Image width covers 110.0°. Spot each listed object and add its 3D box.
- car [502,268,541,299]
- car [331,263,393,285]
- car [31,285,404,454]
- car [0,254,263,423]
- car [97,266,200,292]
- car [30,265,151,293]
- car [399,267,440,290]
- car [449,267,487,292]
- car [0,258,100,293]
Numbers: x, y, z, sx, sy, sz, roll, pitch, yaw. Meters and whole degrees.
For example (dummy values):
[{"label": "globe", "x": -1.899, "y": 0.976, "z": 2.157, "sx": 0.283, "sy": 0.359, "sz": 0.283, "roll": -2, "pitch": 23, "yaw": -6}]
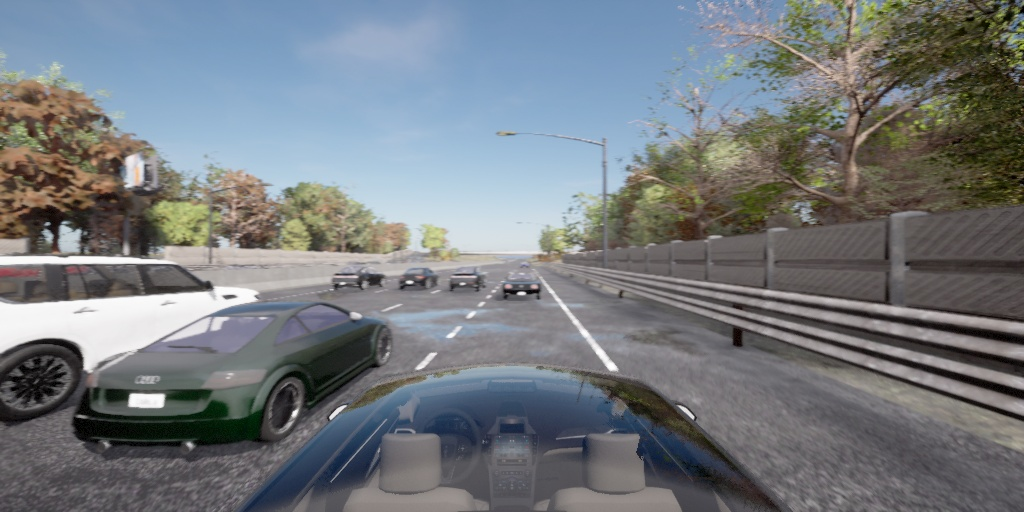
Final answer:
[{"label": "car", "x": 0.533, "y": 1.494, "z": 19.145, "sx": 1.895, "sy": 1.301, "sz": 4.718, "roll": 0, "pitch": 0, "yaw": 2}, {"label": "car", "x": -9.722, "y": 1.420, "z": 23.178, "sx": 2.128, "sy": 1.511, "sz": 4.902, "roll": 0, "pitch": 0, "yaw": 2}, {"label": "car", "x": -3.372, "y": 1.344, "z": 5.385, "sx": 1.994, "sy": 1.385, "sz": 4.181, "roll": 0, "pitch": 0, "yaw": 2}, {"label": "car", "x": -6.854, "y": 1.007, "z": 6.009, "sx": 2.150, "sy": 2.045, "sz": 5.566, "roll": 0, "pitch": 0, "yaw": 2}, {"label": "car", "x": -23.901, "y": 1.442, "z": 23.913, "sx": 1.837, "sy": 1.490, "sz": 4.892, "roll": 0, "pitch": -1, "yaw": 2}, {"label": "car", "x": -27.413, "y": 1.427, "z": 23.654, "sx": 2.128, "sy": 1.511, "sz": 4.902, "roll": 0, "pitch": 0, "yaw": 2}, {"label": "car", "x": -6.195, "y": 1.462, "z": 24.263, "sx": 1.812, "sy": 1.442, "sz": 4.674, "roll": 0, "pitch": 0, "yaw": 2}, {"label": "car", "x": -2.727, "y": 1.416, "z": 22.921, "sx": 2.128, "sy": 1.511, "sz": 4.902, "roll": 0, "pitch": 0, "yaw": 2}, {"label": "car", "x": -30.933, "y": 1.153, "z": 23.154, "sx": 2.150, "sy": 2.045, "sz": 5.566, "roll": 0, "pitch": 0, "yaw": 2}]
